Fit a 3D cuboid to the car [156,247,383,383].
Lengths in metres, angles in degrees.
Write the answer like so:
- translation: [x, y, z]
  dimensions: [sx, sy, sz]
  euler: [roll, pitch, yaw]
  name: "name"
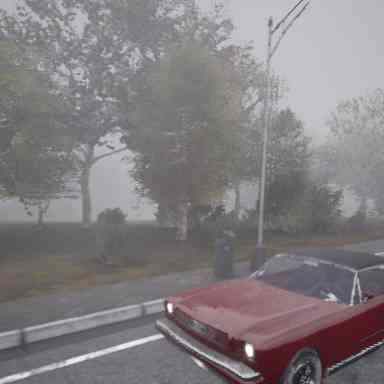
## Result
- translation: [1.874, 1.610, 5.017]
  dimensions: [4.718, 1.301, 1.895]
  euler: [0, 0, -35]
  name: "car"
